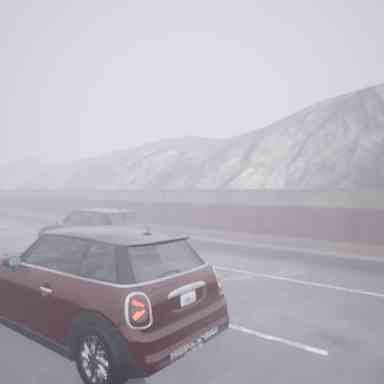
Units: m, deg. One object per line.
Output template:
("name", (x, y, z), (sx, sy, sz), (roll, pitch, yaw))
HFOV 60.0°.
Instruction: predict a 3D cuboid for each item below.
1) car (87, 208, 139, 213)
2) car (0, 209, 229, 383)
("car", (-3.348, 1.320, 11.241), (4.553, 1.767, 2.097), (0, 0, 39))
("car", (-1.734, 1.336, 5.457), (4.553, 1.767, 2.097), (0, 0, 37))
